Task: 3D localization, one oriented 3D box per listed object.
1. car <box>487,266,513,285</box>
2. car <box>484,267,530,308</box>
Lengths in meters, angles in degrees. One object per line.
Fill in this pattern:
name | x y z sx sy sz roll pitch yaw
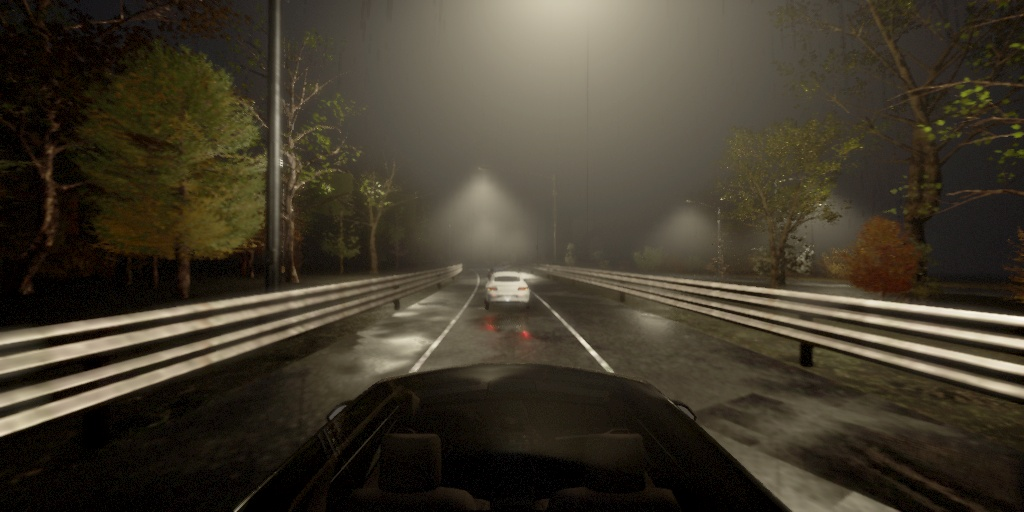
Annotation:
car | -1.100 1.591 30.459 1.994 1.385 4.181 0 0 -4
car | -0.244 1.415 15.855 1.812 1.442 4.674 0 0 -2
